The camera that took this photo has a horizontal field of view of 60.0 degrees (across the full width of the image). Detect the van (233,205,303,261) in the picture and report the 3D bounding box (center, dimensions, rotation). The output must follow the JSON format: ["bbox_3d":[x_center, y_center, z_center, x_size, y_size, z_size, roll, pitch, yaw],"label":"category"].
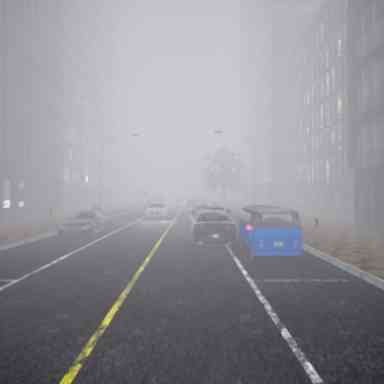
[{"bbox_3d":[2.688,1.394,12.173,1.690,1.788,3.998,0,0,0],"label":"van"}]

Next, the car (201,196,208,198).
[{"bbox_3d":[2.684,1.769,52.018,2.008,1.369,4.403,0,0,0],"label":"car"}]

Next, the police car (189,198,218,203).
[{"bbox_3d":[0.896,1.535,25.301,1.930,1.638,5.238,0,0,0],"label":"police car"}]

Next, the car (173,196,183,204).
[{"bbox_3d":[-3.010,1.623,71.119,2.097,1.767,4.553,0,0,0],"label":"car"}]

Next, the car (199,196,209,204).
[{"bbox_3d":[2.681,1.724,74.788,1.967,1.590,4.097,0,0,0],"label":"car"}]

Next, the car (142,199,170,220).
[{"bbox_3d":[-3.103,1.654,29.864,1.812,1.442,4.674,0,0,0],"label":"car"}]

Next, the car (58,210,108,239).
[{"bbox_3d":[-5.693,1.659,17.865,1.802,1.307,4.206,0,0,0],"label":"car"}]

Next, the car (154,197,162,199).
[{"bbox_3d":[-5.697,1.748,46.328,2.008,1.369,4.403,0,0,0],"label":"car"}]

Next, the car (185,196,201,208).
[{"bbox_3d":[-0.007,1.692,50.952,1.882,1.535,5.008,0,0,0],"label":"car"}]

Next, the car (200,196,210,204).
[{"bbox_3d":[2.682,1.709,69.096,1.967,1.590,4.097,0,0,0],"label":"car"}]

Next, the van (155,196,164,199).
[{"bbox_3d":[-5.697,1.578,57.714,1.690,1.788,3.998,0,0,0],"label":"van"}]

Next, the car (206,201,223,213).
[{"bbox_3d":[2.685,1.757,40.633,1.802,1.307,4.206,0,0,0],"label":"car"}]

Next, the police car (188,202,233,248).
[{"bbox_3d":[0.898,1.492,15.301,1.930,1.638,5.238,0,0,0],"label":"police car"}]

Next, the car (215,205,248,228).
[{"bbox_3d":[2.687,1.684,23.555,1.802,1.307,4.206,0,0,0],"label":"car"}]
